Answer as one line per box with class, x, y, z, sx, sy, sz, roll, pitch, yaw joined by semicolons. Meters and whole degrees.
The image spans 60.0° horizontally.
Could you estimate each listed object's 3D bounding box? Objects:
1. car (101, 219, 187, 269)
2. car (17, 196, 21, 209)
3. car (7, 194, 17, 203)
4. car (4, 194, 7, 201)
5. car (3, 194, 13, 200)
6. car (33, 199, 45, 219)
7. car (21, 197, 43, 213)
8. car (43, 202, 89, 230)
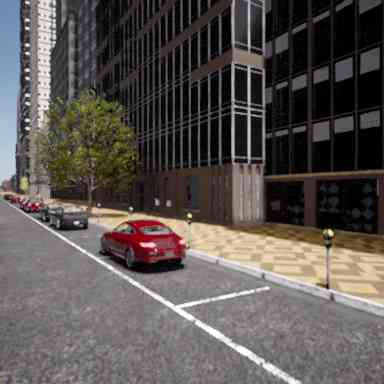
car;-1.699;1.548;10.902;1.802;1.307;4.206;0;0;-31
car;-19.541;1.291;40.024;1.967;1.590;4.097;0;0;-31
car;-31.436;1.301;59.441;1.887;1.381;4.507;0;0;-31
car;-40.357;1.240;74.002;1.947;1.339;4.313;0;0;-31
car;-46.304;1.182;83.709;1.947;1.339;4.313;0;0;-31
car;-10.620;1.467;25.463;2.008;1.369;4.403;0;0;-31
car;-16.567;1.313;35.171;1.967;1.590;4.097;0;0;-31
car;-7.646;1.486;20.609;2.008;1.369;4.403;0;0;-31
